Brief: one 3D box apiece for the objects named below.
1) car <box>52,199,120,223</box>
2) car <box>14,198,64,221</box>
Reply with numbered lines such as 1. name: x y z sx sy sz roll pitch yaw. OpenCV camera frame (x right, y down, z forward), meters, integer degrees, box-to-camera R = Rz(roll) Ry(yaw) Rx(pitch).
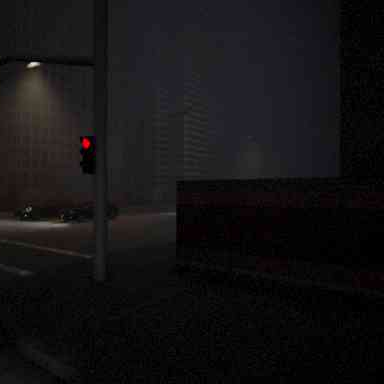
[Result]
1. car: -7.737 1.444 25.381 1.837 1.490 4.892 0 1 36
2. car: -11.455 1.283 26.205 2.097 1.767 4.553 0 0 36
